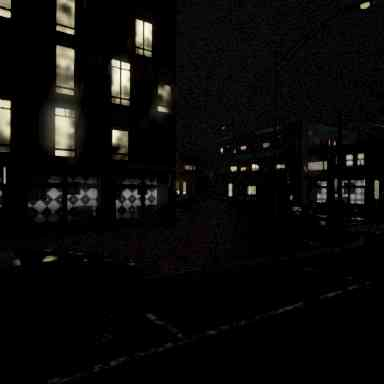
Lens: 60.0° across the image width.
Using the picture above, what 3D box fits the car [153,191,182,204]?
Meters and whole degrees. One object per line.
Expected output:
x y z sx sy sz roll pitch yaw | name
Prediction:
-3.956 0.791 52.066 2.192 1.841 5.009 1 0 -36 | car

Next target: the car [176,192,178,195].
-0.671 1.098 47.603 2.008 1.369 4.403 1 0 -36 | car

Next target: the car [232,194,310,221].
5.753 1.099 24.773 2.192 1.841 5.009 1 0 -36 | car

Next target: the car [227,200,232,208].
5.912 1.127 38.675 1.967 1.590 4.097 1 0 -36 | car

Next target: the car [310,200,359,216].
12.493 1.369 29.746 1.887 1.381 4.507 1 0 -36 | car

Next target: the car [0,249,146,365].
-2.737 1.566 4.602 4.313 1.339 1.947 0 0 -36 | car

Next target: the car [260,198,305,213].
9.202 1.338 34.209 1.802 1.307 4.206 1 0 -36 | car

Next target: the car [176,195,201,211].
-0.835 1.229 33.702 1.802 1.307 4.206 1 0 -36 | car
